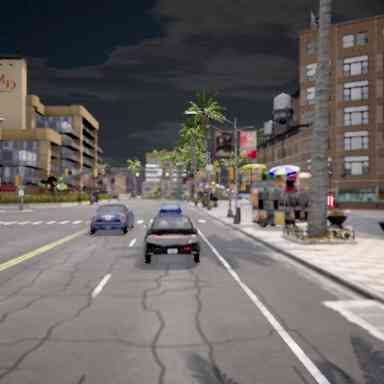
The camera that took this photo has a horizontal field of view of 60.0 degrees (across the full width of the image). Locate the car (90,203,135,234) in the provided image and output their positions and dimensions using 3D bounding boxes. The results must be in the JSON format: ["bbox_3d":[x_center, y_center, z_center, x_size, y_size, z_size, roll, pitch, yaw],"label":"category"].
[{"bbox_3d":[-4.792,1.508,20.573,2.097,1.767,4.553,0,0,-4],"label":"car"}]

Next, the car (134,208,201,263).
[{"bbox_3d":[-0.733,1.579,12.420,2.128,1.511,4.902,0,0,-4],"label":"car"}]

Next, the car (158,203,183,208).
[{"bbox_3d":[-1.750,1.666,27.244,1.882,1.535,5.008,0,0,-4],"label":"car"}]
